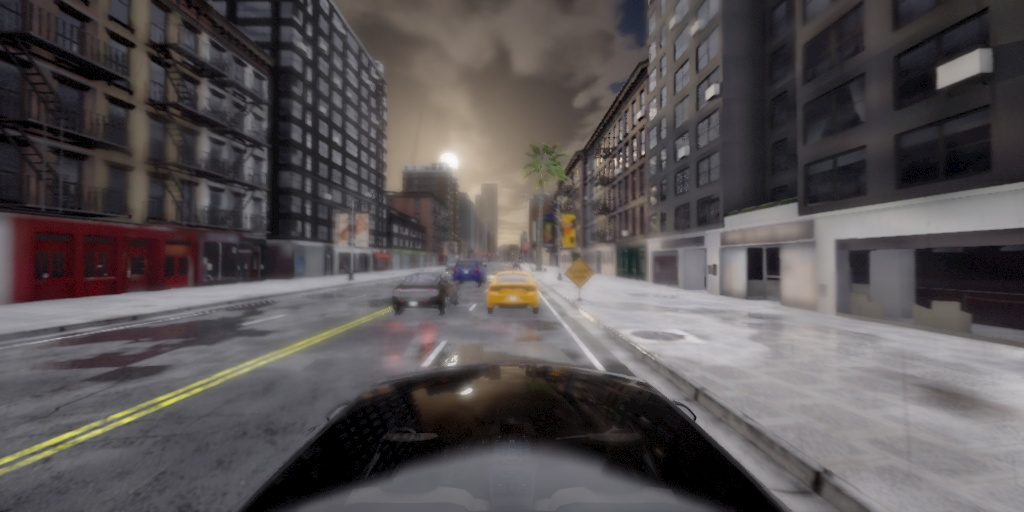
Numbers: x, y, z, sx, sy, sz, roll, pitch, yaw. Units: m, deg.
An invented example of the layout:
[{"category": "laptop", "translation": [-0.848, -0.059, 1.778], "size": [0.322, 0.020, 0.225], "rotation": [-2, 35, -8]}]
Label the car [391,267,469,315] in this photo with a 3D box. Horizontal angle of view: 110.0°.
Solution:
[{"category": "car", "translation": [-3.214, 1.377, 14.173], "size": [2.128, 1.511, 4.902], "rotation": [0, -1, 0]}]

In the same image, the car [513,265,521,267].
[{"category": "car", "translation": [0.017, 1.643, 28.567], "size": [1.895, 1.301, 4.718], "rotation": [0, -1, 1]}]

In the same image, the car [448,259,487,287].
[{"category": "car", "translation": [-3.239, 1.260, 28.105], "size": [2.150, 2.045, 5.566], "rotation": [0, 0, 0]}]

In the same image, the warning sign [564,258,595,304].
[{"category": "warning sign", "translation": [2.840, 1.011, 15.066], "size": [1.300, 1.860, 1.060], "rotation": [0, 0, 0]}]

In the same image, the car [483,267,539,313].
[{"category": "car", "translation": [0.041, 1.369, 14.719], "size": [1.882, 1.535, 5.008], "rotation": [0, -1, 0]}]
